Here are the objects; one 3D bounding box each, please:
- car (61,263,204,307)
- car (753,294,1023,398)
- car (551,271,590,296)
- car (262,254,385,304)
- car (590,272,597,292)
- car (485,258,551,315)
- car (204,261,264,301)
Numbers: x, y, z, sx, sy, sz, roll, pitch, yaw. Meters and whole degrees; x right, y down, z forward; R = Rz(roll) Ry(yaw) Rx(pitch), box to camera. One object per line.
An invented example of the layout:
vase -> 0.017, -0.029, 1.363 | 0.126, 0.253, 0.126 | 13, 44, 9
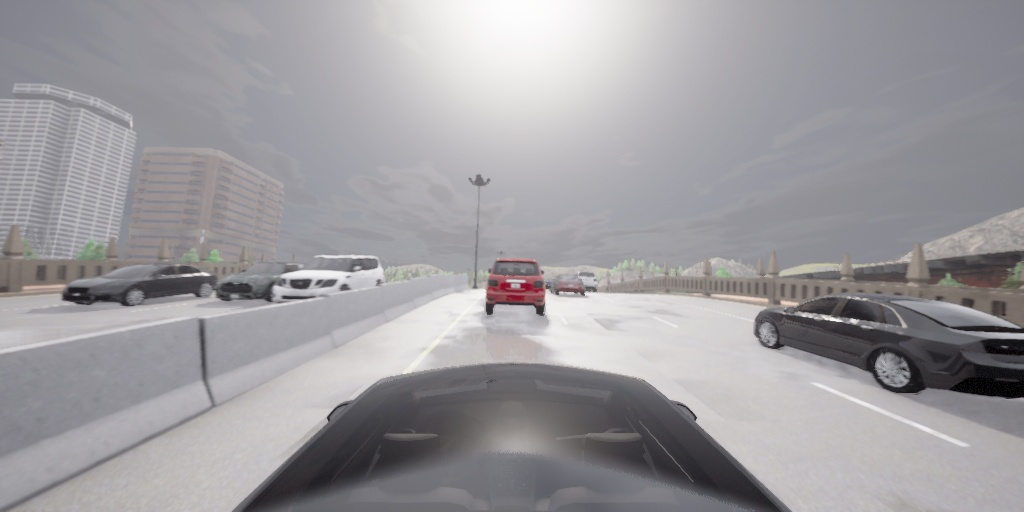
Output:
car -> -14.062, 1.023, 14.026 | 1.837, 1.490, 4.892 | 2, -1, 1
car -> 7.064, 1.506, 7.176 | 1.837, 1.490, 4.892 | 2, -1, 1
car -> 3.721, 1.924, 24.477 | 1.994, 1.385, 4.181 | 1, -3, 1
car -> -7.052, 0.936, 14.633 | 2.150, 2.045, 5.566 | 2, -1, 1
car -> 7.325, 2.764, 37.435 | 2.150, 2.045, 5.566 | 2, -6, 1
car -> 0.145, 1.132, 14.719 | 2.150, 2.045, 5.566 | 2, -1, 1
car -> -10.540, 1.000, 15.925 | 2.097, 1.767, 4.553 | 2, -1, 1
